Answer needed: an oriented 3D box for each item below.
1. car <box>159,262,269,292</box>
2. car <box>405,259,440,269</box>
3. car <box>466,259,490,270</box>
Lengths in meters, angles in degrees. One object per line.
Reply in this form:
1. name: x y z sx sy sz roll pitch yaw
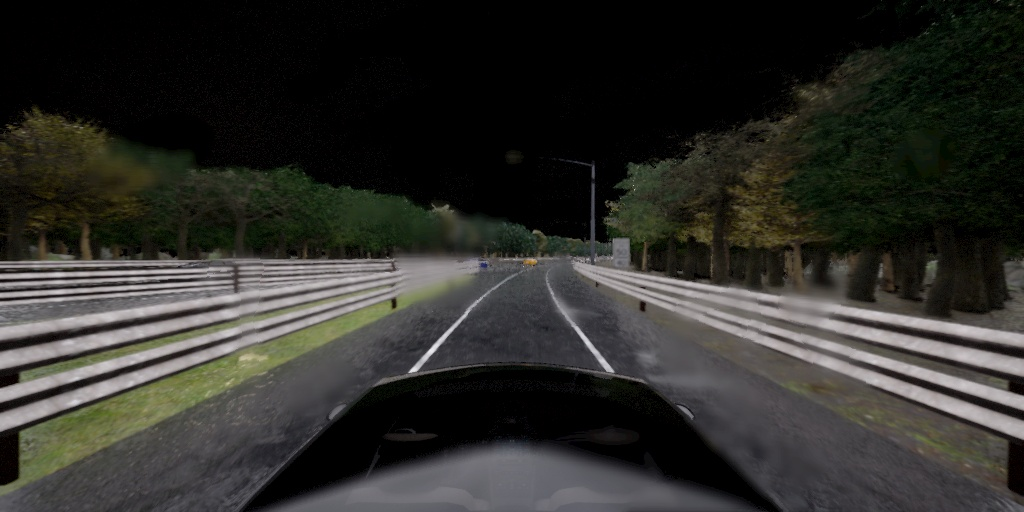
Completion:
1. car: -15.661 1.048 19.317 1.837 1.490 4.892 0 0 19
2. car: -9.313 1.108 37.839 2.128 1.511 4.902 0 0 19
3. car: -4.786 1.150 51.046 1.882 1.535 5.008 0 0 19
